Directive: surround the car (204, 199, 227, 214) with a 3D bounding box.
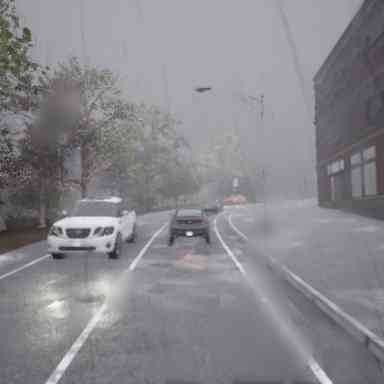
[{"bbox_3d":[2.026,1.450,34.046,1.994,1.385,4.181,-2,0,14],"label":"car"}]

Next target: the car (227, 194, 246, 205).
[{"bbox_3d":[7.071,1.211,54.193,2.097,1.767,4.553,-4,-1,34],"label":"car"}]

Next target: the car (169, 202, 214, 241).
[{"bbox_3d":[-0.094,1.492,16.470,1.837,1.490,4.892,0,0,0],"label":"car"}]

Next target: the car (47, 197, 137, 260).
[{"bbox_3d":[-3.510,1.221,12.848,2.150,2.045,5.566,0,0,0],"label":"car"}]
